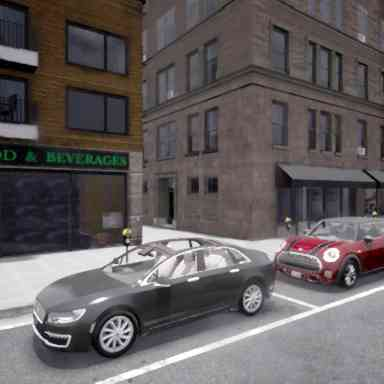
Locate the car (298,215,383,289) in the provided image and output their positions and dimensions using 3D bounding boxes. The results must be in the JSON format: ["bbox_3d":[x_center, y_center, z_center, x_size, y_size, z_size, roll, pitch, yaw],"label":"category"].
[{"bbox_3d":[4.108,1.439,9.090,4.097,1.590,1.967,0,0,-35],"label":"car"}]

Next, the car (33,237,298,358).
[{"bbox_3d":[-0.395,1.550,5.899,4.403,1.369,2.008,0,0,-35],"label":"car"}]
